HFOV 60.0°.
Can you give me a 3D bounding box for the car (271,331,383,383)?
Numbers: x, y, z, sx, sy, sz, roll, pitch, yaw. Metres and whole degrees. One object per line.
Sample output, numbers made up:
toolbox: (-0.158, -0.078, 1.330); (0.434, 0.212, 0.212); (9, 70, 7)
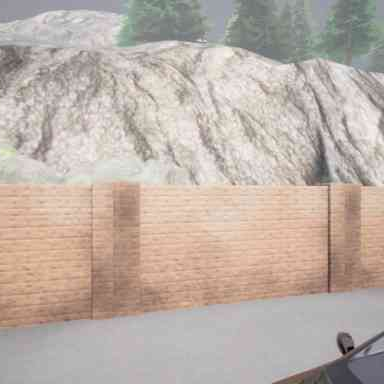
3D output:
car: (2.164, 1.492, 1.911); (4.902, 1.511, 2.128); (0, 0, -18)
